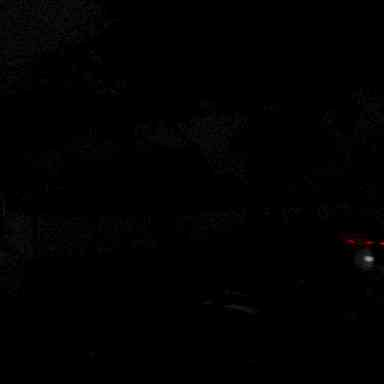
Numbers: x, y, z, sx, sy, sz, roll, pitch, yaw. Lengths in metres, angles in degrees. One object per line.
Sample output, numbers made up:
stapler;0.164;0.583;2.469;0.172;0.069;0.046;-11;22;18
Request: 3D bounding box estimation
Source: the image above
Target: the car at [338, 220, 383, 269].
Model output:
car;6.335;1.701;11.327;2.128;1.511;4.902;-1;-2;35
